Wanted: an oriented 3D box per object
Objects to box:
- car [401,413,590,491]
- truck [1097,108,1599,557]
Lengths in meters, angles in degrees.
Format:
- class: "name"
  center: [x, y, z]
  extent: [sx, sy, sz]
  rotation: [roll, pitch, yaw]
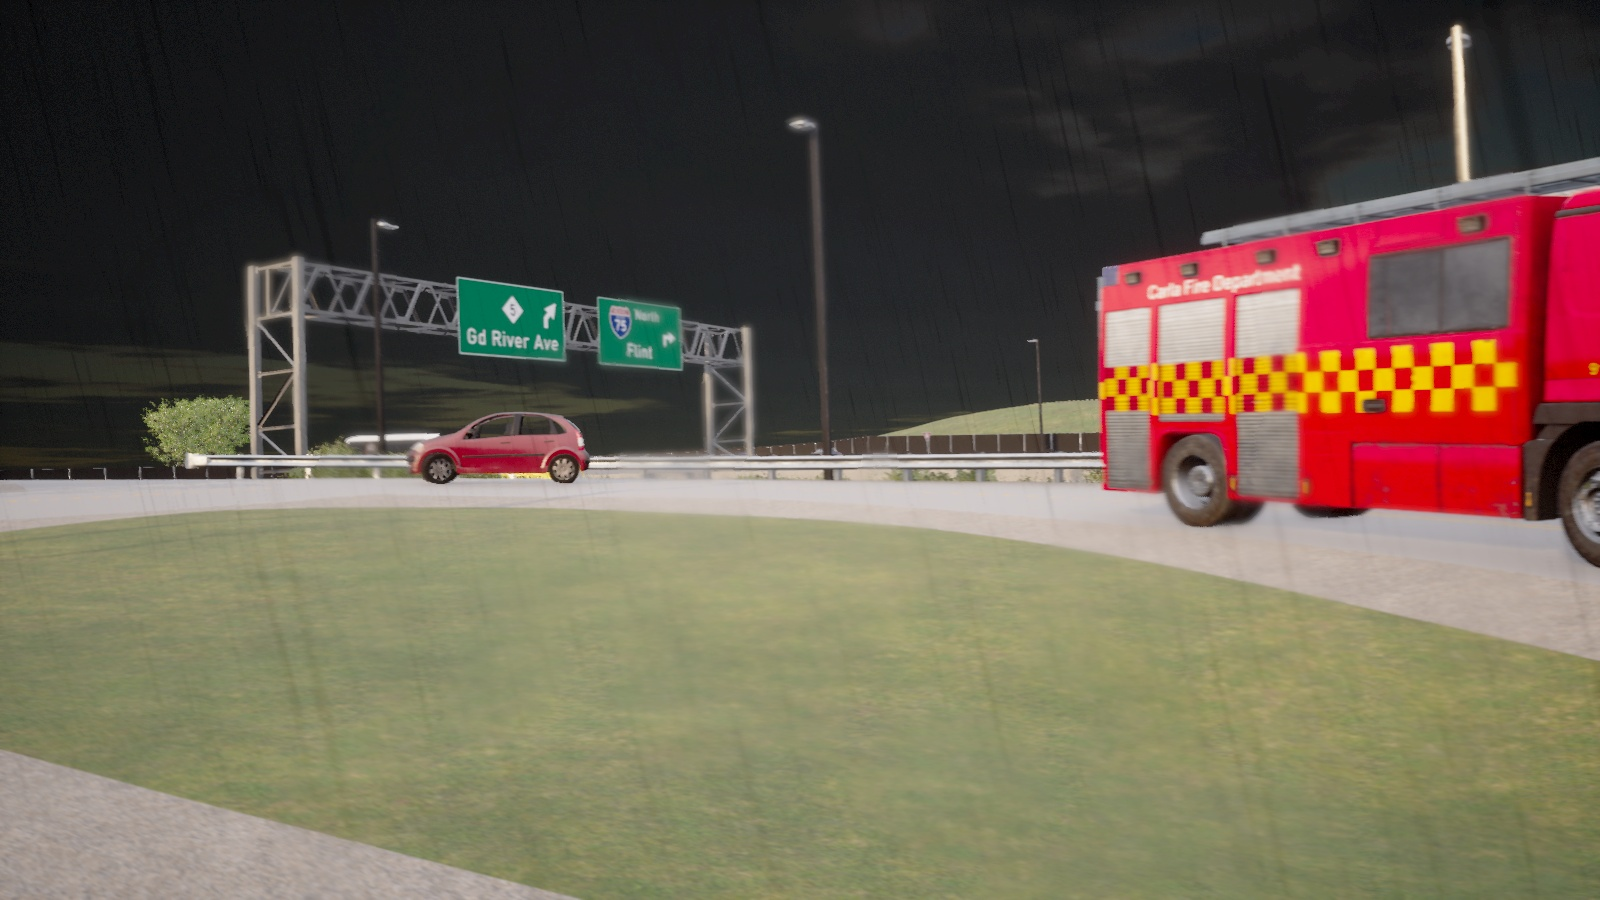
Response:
- class: "car"
  center: [-6.826, 0.032, 28.376]
  extent: [3.988, 1.617, 1.851]
  rotation: [-1, 0, -12]
- class: "truck"
  center: [7.145, -1.082, 13.467]
  extent: [2.891, 3.827, 8.468]
  rotation: [-3, 2, -26]
